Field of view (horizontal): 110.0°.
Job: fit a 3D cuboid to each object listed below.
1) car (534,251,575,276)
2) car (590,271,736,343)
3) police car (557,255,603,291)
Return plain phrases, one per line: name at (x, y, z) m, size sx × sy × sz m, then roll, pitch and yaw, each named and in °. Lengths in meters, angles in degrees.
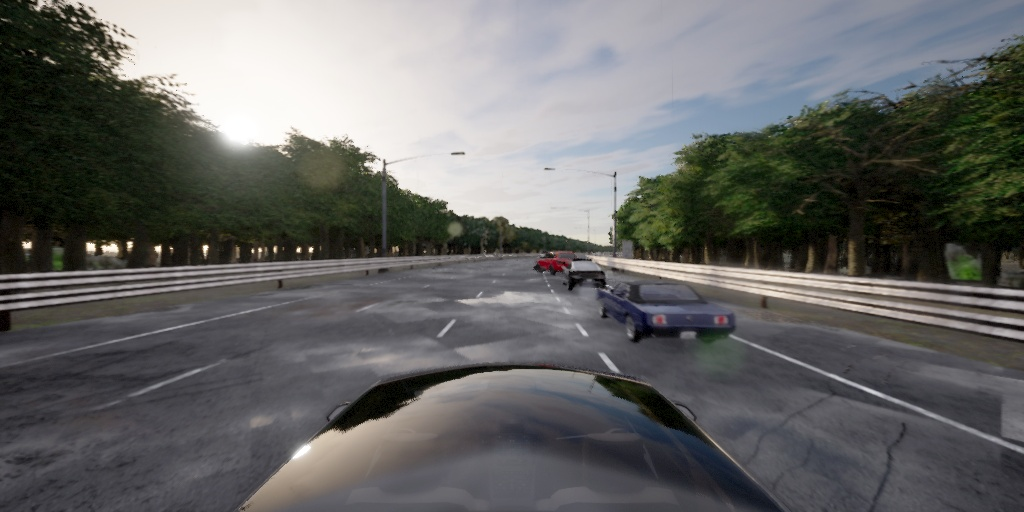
car at (3.885, 0.602, 31.843) m, size 2.150 × 2.045 × 5.566 m, roll 0°, pitch 1°, yaw -16°
car at (3.552, 1.269, 9.362) m, size 1.895 × 1.301 × 4.718 m, roll 0°, pitch 1°, yaw 1°
police car at (3.888, 0.954, 20.109) m, size 1.930 × 1.638 × 5.238 m, roll 0°, pitch 1°, yaw 3°
